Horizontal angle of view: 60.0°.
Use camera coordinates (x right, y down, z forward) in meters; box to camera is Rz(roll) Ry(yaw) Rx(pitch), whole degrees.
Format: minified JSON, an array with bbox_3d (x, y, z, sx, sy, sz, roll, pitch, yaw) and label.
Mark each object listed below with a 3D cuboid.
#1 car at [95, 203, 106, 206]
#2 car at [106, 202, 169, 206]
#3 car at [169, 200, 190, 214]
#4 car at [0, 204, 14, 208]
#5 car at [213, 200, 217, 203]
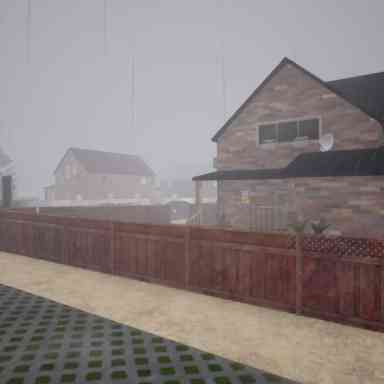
[{"bbox_3d":[-7.607,1.680,29.663,2.033,1.411,5.357,0,0,36],"label":"car"},{"bbox_3d":[-4.586,1.641,28.825,2.128,1.511,4.902,0,0,35],"label":"car"},{"bbox_3d":[-1.793,1.701,37.833,1.837,1.490,4.892,0,0,35],"label":"car"},{"bbox_3d":[-13.252,1.579,21.632,1.837,1.490,4.892,0,0,34],"label":"car"},{"bbox_3d":[4.161,1.744,46.159,1.882,1.535,5.008,0,0,36],"label":"car"}]
